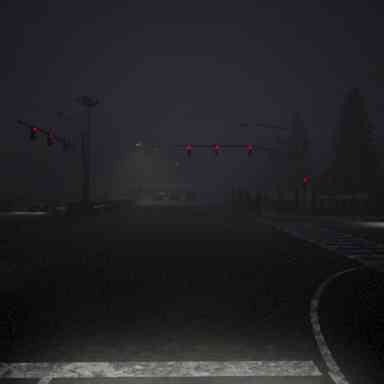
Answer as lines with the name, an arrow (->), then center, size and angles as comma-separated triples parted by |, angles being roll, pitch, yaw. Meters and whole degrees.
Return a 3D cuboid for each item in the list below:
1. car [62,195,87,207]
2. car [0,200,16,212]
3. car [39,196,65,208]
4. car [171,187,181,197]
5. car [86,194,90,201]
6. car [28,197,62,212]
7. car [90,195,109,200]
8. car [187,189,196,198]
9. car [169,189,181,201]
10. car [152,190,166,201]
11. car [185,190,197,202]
car -> -17.615, 1.526, 49.787 | 1.812, 1.442, 4.674 | 0, 0, 0
car -> -21.102, 1.547, 35.901 | 2.033, 1.411, 5.357 | 0, 0, 0
car -> -21.111, 1.478, 50.498 | 1.882, 1.535, 5.008 | 0, 0, 0
car -> -3.671, 0.014, 78.338 | 2.097, 1.767, 4.553 | 0, 7, 0
car -> -21.101, 1.193, 65.626 | 1.994, 1.385, 4.181 | 0, 3, 0
car -> -17.602, 1.526, 39.461 | 1.812, 1.442, 4.674 | 0, 0, 0
car -> -17.606, 1.211, 65.143 | 2.033, 1.411, 5.357 | 0, 3, 0
car -> -0.166, 0.296, 77.430 | 2.033, 1.411, 5.357 | 0, 7, 0
car -> -3.516, 0.832, 68.423 | 2.097, 1.767, 4.553 | 0, 4, 0
car -> -7.018, 1.033, 68.602 | 1.994, 1.385, 4.181 | 0, 4, 0
car -> -0.108, 0.788, 67.005 | 2.150, 2.045, 5.566 | 0, 3, 0
